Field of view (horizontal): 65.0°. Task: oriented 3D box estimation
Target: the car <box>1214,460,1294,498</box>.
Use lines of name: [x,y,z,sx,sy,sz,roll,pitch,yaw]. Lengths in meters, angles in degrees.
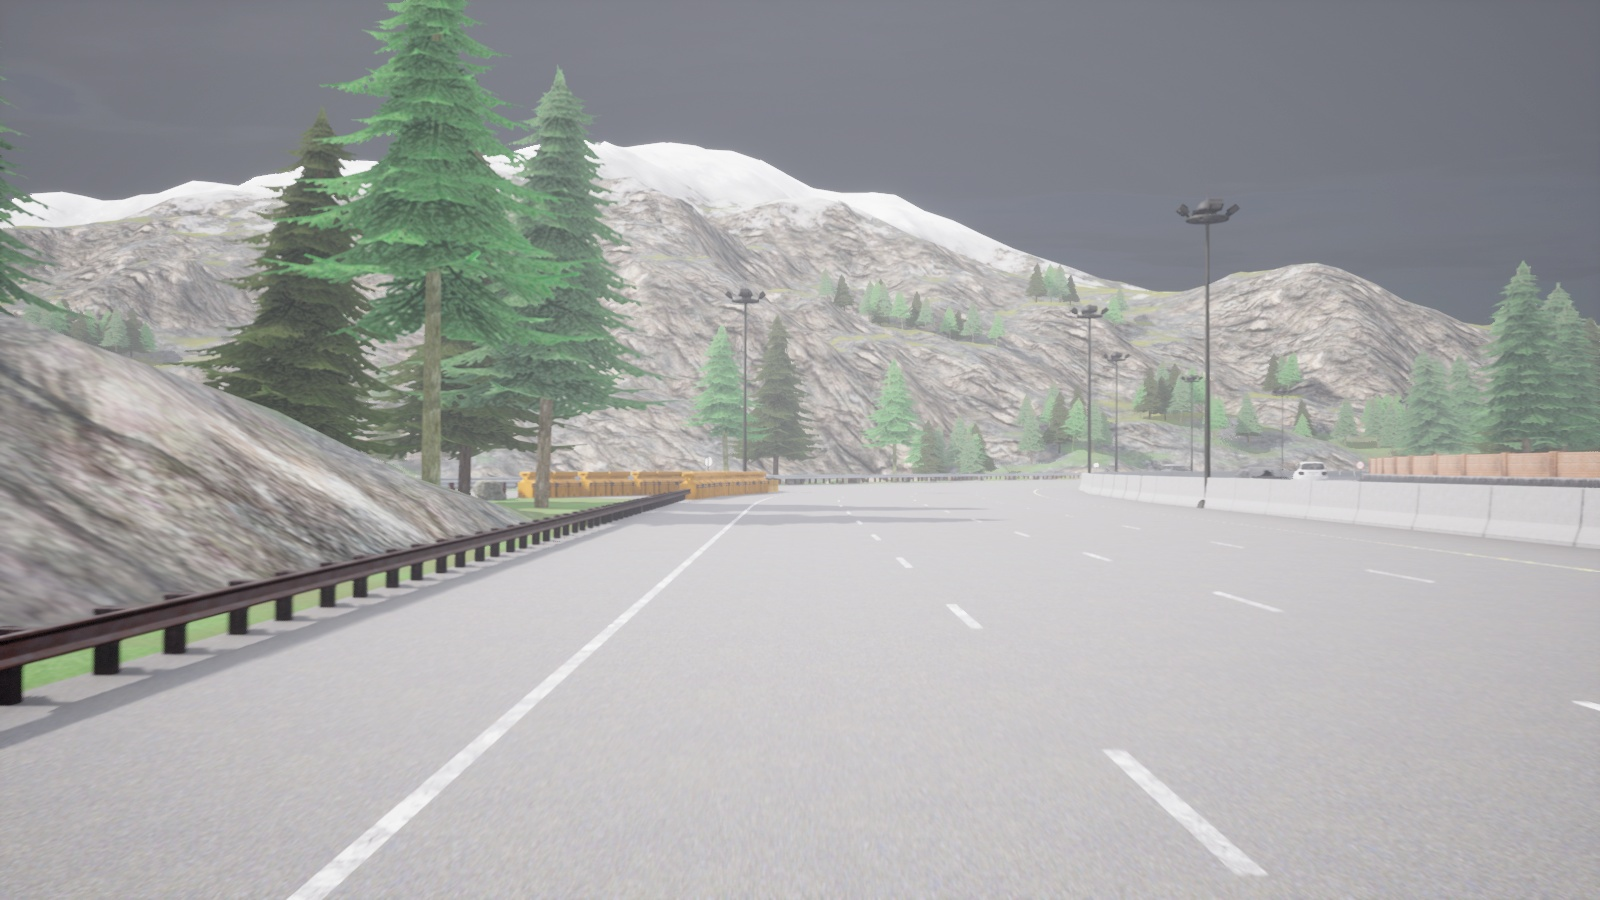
car: [21.111,1.332,58.598,2.242,1.667,4.611,0,-1,3]
